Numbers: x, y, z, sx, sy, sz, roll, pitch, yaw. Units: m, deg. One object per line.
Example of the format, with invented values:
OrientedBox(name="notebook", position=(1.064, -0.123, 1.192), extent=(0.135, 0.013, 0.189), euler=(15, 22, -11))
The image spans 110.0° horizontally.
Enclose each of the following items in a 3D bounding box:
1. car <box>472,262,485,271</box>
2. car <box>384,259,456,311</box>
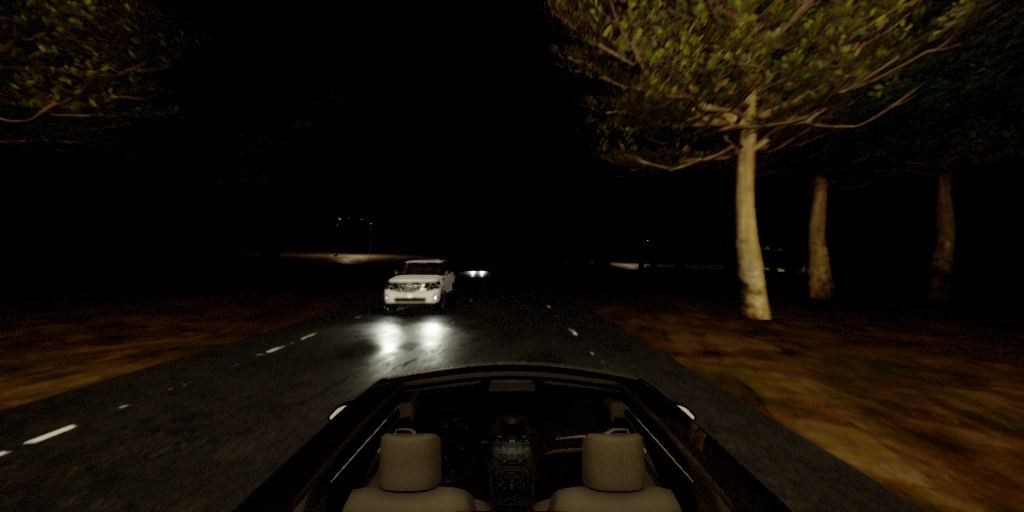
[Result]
OrientedBox(name="car", position=(-5.499, 1.707, 58.619), extent=(1.895, 1.301, 4.718), euler=(0, 1, -2))
OrientedBox(name="car", position=(-3.828, 1.148, 15.916), extent=(2.150, 2.045, 5.566), euler=(0, -1, -2))
